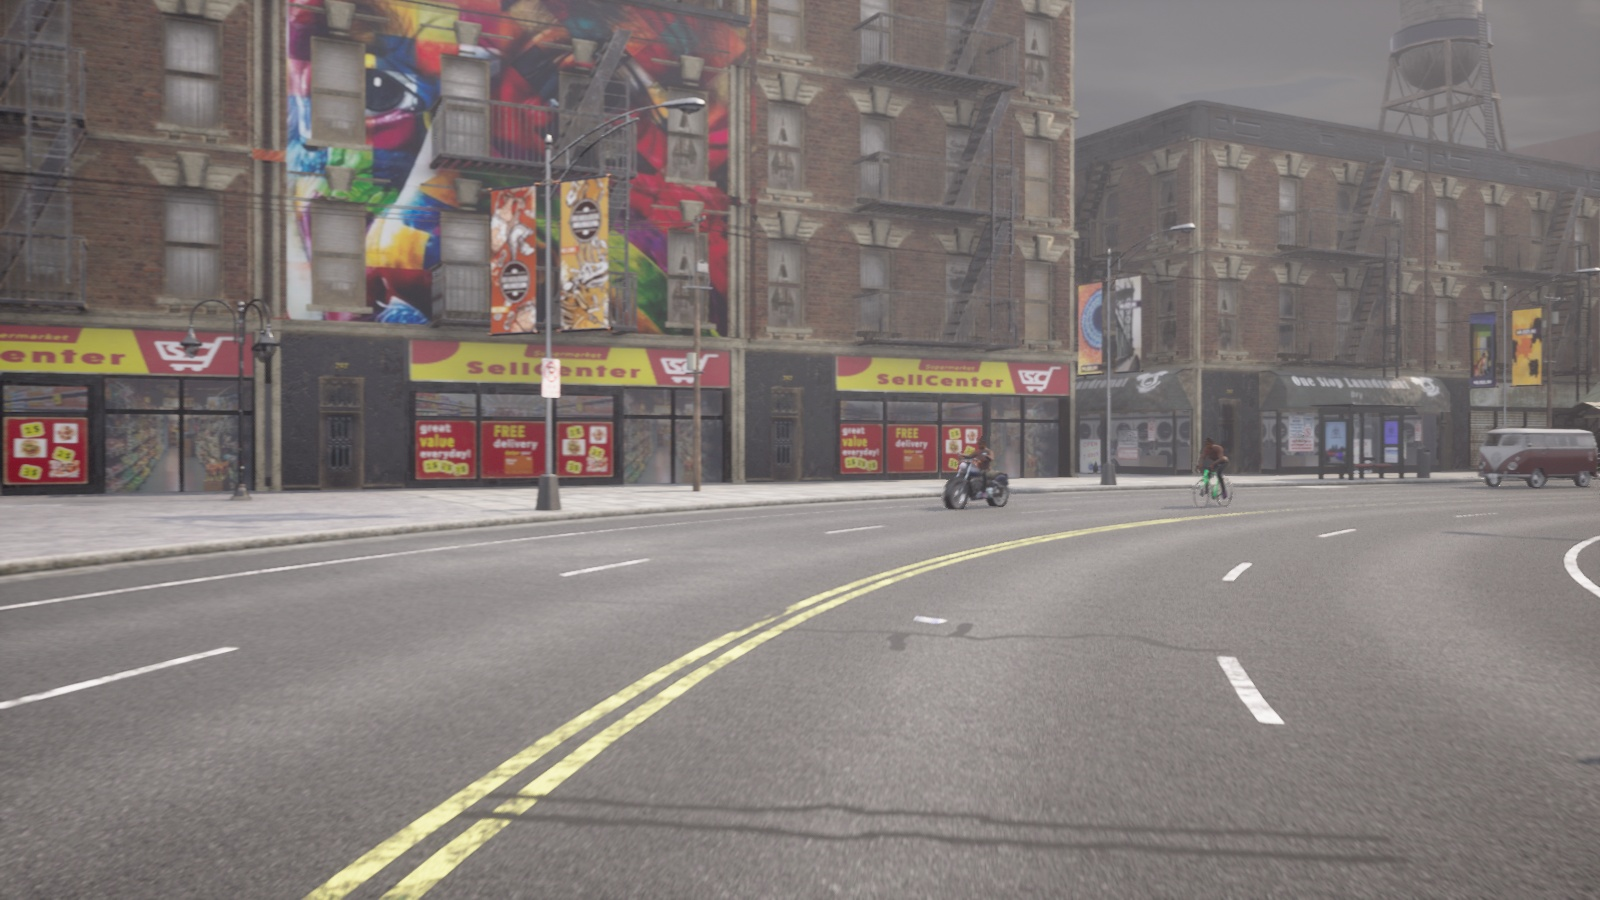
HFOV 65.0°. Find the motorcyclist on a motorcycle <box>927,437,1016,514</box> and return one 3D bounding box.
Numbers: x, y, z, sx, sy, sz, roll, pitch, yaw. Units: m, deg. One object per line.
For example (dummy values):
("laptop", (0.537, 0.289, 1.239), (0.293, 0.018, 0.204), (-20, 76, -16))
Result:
("motorcyclist on a motorcycle", (3.897, 0.543, 28.338), (0.766, 1.649, 2.350), (1, 1, 43))

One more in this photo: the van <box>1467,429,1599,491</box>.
("van", (24.633, 0.304, 42.140), (4.442, 1.987, 1.775), (0, 0, -27))

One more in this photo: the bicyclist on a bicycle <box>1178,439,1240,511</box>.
("bicyclist on a bicycle", (9.404, 0.553, 28.829), (1.656, 1.620, 0.582), (-1, 1, -41))
